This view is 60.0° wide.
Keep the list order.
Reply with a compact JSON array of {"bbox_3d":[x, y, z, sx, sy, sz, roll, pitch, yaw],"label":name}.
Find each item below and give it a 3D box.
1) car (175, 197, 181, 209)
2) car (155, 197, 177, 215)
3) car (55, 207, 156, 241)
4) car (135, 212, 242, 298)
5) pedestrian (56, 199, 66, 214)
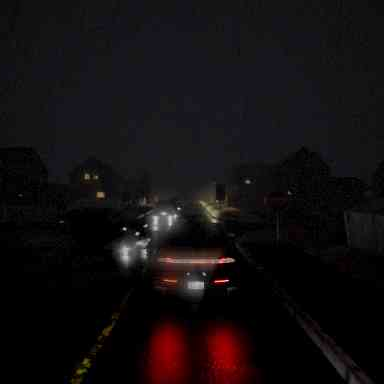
[{"bbox_3d":[-2.902,1.734,45.303,1.895,1.301,4.718,0,0,0],"label":"car"},{"bbox_3d":[-2.906,1.616,35.229,1.812,1.442,4.674,0,0,0],"label":"car"},{"bbox_3d":[-4.678,1.472,16.830,5.357,1.411,2.033,2,2,35],"label":"car"},{"bbox_3d":[0.129,1.503,8.523,2.128,1.511,4.902,0,0,1],"label":"car"},{"bbox_3d":[-9.847,1.407,24.850,0.375,1.860,0.375,0,-3,-1],"label":"pedestrian"}]
